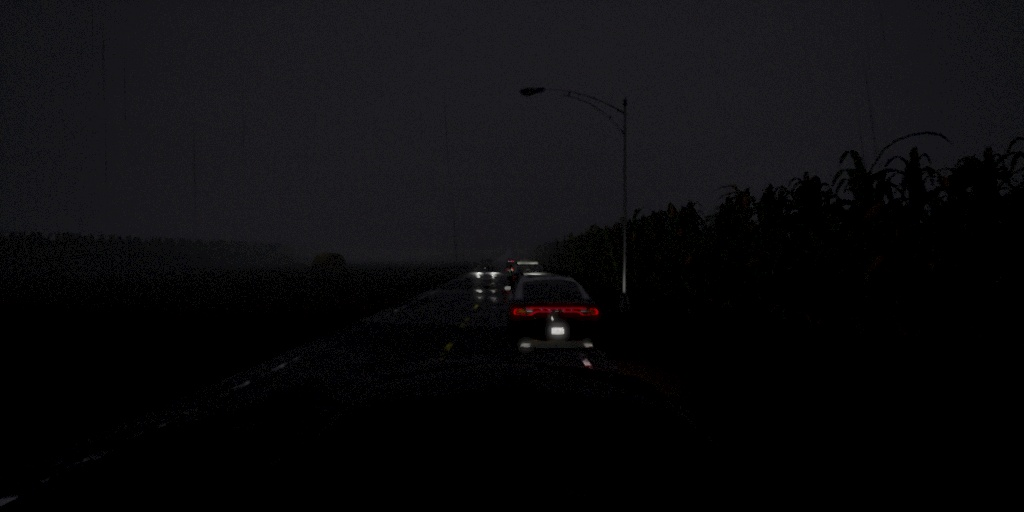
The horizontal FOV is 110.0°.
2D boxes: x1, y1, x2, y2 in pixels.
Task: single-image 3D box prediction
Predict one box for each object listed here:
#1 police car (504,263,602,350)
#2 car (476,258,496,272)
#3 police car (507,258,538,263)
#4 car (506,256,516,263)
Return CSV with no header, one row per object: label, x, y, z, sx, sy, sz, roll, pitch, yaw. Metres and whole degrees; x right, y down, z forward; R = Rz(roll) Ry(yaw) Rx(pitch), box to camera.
police car,0.827,1.137,9.064,1.930,1.638,5.238,0,0,0
car,-2.831,1.024,40.402,1.837,1.490,4.892,0,0,0
police car,0.828,1.080,19.063,1.930,1.638,5.238,0,0,0
car,0.828,0.969,24.923,2.097,1.767,4.553,0,0,0
